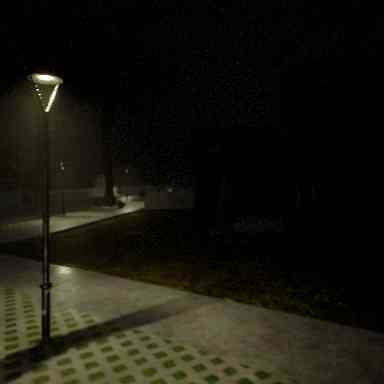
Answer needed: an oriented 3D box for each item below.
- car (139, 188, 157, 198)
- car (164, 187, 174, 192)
[{"bbox_3d":[-6.518,0.101,50.841,1.882,1.535,5.008,1,2,10],"label":"car"},{"bbox_3d":[-4.233,-0.233,63.483,1.812,1.442,4.674,1,2,10],"label":"car"}]
